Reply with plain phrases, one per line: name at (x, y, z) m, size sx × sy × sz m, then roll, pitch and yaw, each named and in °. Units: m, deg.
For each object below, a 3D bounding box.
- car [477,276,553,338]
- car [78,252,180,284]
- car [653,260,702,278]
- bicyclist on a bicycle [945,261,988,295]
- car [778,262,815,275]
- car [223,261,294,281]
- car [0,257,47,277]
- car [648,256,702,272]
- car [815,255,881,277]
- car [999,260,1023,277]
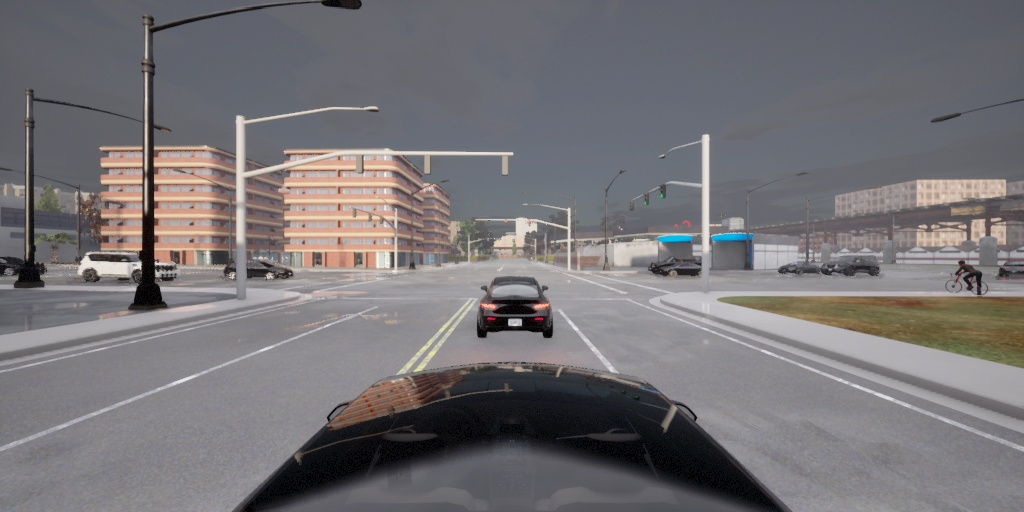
car at (0.075, 1.275, 10.079) m, size 1.812 × 1.442 × 4.674 m, roll 0°, pitch 0°, yaw 0°
car at (-26.231, 0.769, 24.655) m, size 5.566 × 2.045 × 2.150 m, roll 1°, pitch 0°, yaw 1°
car at (16.105, 1.313, 33.965) m, size 4.181 × 1.385 × 1.994 m, roll 0°, pitch 0°, yaw 0°
bicyclist on a bicycle at (21.913, 1.050, 17.313) m, size 0.582 × 1.620 × 1.656 m, roll 0°, pitch 0°, yaw 0°
car at (30.776, 1.311, 38.377) m, size 4.181 × 1.385 × 1.994 m, roll 0°, pitch 0°, yaw -12°
car at (-19.750, 1.134, 28.033) m, size 4.892 × 1.490 × 1.837 m, roll 1°, pitch 0°, yaw 1°
car at (-40.098, 0.787, 28.423) m, size 5.008 × 1.535 × 1.882 m, roll 1°, pitch 0°, yaw 1°
car at (17.194, 0.970, 37.399) m, size 5.566 × 2.045 × 2.150 m, roll 0°, pitch 0°, yaw 1°
car at (33.374, 0.970, 35.326) m, size 5.566 × 2.045 × 2.150 m, roll 0°, pitch 0°, yaw -15°
car at (47.797, 1.241, 33.834) m, size 4.902 × 1.511 × 2.128 m, roll 0°, pitch 0°, yaw -30°
